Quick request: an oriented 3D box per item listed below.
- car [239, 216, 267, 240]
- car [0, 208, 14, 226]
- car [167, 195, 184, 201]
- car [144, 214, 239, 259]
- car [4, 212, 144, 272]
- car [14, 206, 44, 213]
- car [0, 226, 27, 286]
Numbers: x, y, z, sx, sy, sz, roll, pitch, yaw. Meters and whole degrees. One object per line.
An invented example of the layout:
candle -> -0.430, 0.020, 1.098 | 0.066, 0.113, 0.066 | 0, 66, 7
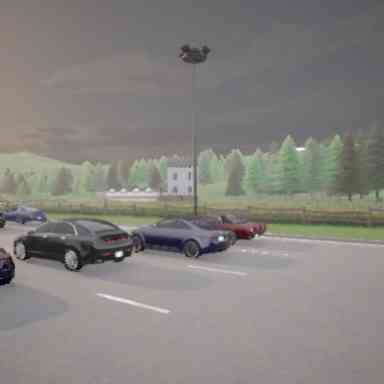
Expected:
car -> 1.066, 1.694, 16.128 | 4.718, 1.301, 1.895 | -1, 0, 36
car -> -14.722, 1.786, 23.090 | 4.892, 1.490, 1.837 | -1, 0, 36
car -> -4.254, 1.807, 86.293 | 4.605, 1.855, 1.932 | -1, 0, 35
car -> -0.607, 1.653, 13.021 | 4.181, 1.385, 1.994 | -1, 0, 36
car -> -4.128, 1.614, 11.234 | 4.892, 1.490, 1.837 | -1, 0, 36
car -> -13.444, 1.818, 26.478 | 4.674, 1.442, 1.812 | -1, 0, 35
car -> -6.398, 1.676, 8.554 | 4.181, 1.385, 1.994 | -1, 0, 36
